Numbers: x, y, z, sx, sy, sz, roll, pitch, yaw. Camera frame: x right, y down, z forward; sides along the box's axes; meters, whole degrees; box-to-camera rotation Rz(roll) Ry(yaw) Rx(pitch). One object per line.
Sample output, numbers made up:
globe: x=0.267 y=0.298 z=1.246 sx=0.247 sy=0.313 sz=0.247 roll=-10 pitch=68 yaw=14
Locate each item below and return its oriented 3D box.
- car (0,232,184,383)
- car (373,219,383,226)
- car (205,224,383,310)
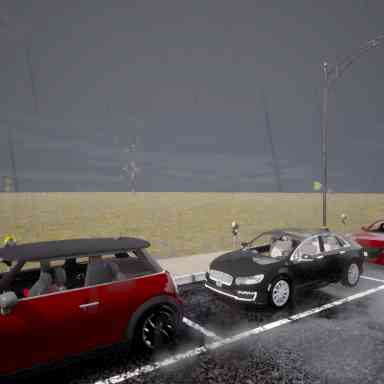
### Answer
car: x=-2.202 y=1.440 z=4.516 sx=4.097 sy=1.590 sz=1.967 roll=0 pitch=1 yaw=-36
car: x=6.807 y=1.548 z=10.954 sx=4.507 sy=1.381 sz=1.887 roll=0 pitch=1 yaw=-36
car: x=2.302 y=1.552 z=7.735 sx=4.403 sy=1.369 sz=2.008 roll=0 pitch=1 yaw=-36
